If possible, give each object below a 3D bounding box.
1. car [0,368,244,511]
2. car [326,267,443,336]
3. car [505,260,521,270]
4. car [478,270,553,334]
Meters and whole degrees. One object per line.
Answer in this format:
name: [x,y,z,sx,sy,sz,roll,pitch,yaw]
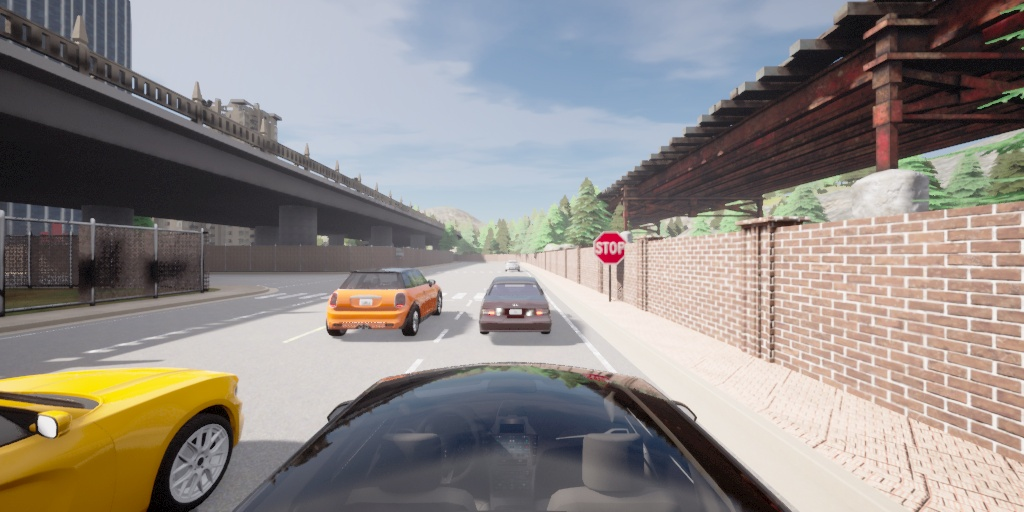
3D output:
car: [-3.398,1.228,1.257,1.882,1.535,5.008,0,0,0]
car: [-3.423,1.102,10.515,2.097,1.767,4.553,0,0,0]
car: [0.068,1.273,46.338,1.812,1.442,4.674,0,0,-1]
car: [0.078,1.297,10.537,2.033,1.411,5.357,0,0,0]
